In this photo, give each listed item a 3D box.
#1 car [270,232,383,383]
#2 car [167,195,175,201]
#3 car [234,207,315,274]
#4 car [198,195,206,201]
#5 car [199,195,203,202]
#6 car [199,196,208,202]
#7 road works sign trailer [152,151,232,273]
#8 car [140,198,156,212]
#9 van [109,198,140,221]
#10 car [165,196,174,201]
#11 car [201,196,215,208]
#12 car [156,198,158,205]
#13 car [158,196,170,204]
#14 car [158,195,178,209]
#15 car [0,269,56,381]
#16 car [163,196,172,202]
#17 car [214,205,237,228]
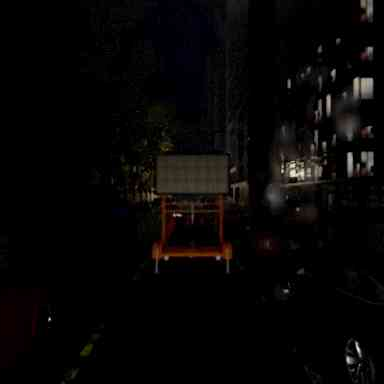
[{"bbox_3d":[2.693,1.579,4.960,1.947,1.339,4.313,0,0,0],"label":"car"},{"bbox_3d":[-5.672,1.617,90.212,2.008,1.369,4.403,0,0,0],"label":"car"},{"bbox_3d":[2.695,1.466,10.641,1.967,1.590,4.097,0,0,0],"label":"car"},{"bbox_3d":[2.708,1.617,90.184,2.008,1.369,4.403,0,0,0],"label":"car"},{"bbox_3d":[2.705,1.624,67.458,1.887,1.381,4.507,0,0,0],"label":"car"},{"bbox_3d":[2.707,1.640,78.820,1.947,1.339,4.313,0,0,0],"label":"car"},{"bbox_3d":[0.017,0.491,10.702,2.380,3.560,2.880,0,0,0],"label":"road works sign trailer"},{"bbox_3d":[-5.682,1.651,39.066,1.802,1.307,4.206,0,0,0],"label":"car"},{"bbox_3d":[-5.682,1.398,27.700,1.690,1.788,3.998,0,0,0],"label":"van"},{"bbox_3d":[-5.673,1.621,84.529,2.008,1.369,4.403,0,0,0],"label":"car"},{"bbox_3d":[2.701,1.659,50.414,1.802,1.307,4.206,0,0,0],"label":"car"},{"bbox_3d":[-5.678,1.624,56.114,1.887,1.381,4.507,0,0,0],"label":"car"},{"bbox_3d":[-5.676,1.630,67.480,2.008,1.369,4.403,0,0,0],"label":"car"},{"bbox_3d":[-3.089,1.426,45.651,2.097,1.767,4.553,0,0,0],"label":"car"},{"bbox_3d":[-3.101,1.574,3.485,1.994,1.385,4.181,0,0,0],"label":"car"},{"bbox_3d":[-5.674,1.600,78.675,1.752,1.417,4.829,0,0,0],"label":"car"},{"bbox_3d":[2.697,1.574,22.177,1.752,1.417,4.829,0,0,0],"label":"car"}]
